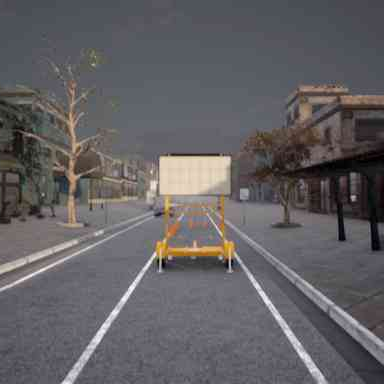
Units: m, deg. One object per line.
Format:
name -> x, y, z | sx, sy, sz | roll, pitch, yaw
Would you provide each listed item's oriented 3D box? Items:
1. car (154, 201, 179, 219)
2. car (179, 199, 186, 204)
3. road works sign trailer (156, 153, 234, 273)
car -> -2.764, 1.938, 34.487 | 2.033, 1.411, 5.357 | 0, -1, 1
car -> -2.264, 2.332, 75.049 | 2.128, 1.511, 4.902 | 0, 0, 1
road works sign trailer -> 0.105, 0.535, 10.931 | 2.380, 3.560, 2.880 | 0, -1, 1
